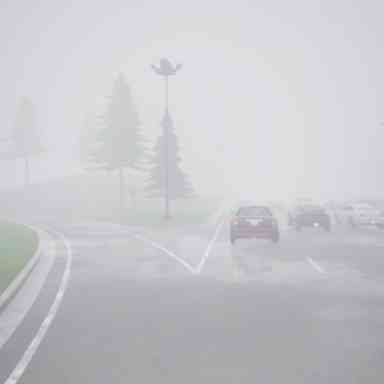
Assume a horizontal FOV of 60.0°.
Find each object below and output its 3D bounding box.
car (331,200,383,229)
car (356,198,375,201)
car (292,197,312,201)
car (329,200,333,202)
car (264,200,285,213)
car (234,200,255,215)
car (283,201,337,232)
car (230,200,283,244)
[{"bbox_3d":[10.664,1.500,21.296,1.812,1.442,4.674,0,0,7],"label":"car"},{"bbox_3d":[20.142,1.455,39.081,1.837,1.490,4.892,0,0,8],"label":"car"},{"bbox_3d":[13.158,1.341,39.677,2.097,1.767,4.553,0,0,8],"label":"car"},{"bbox_3d":[16.464,1.569,37.996,1.895,1.301,4.718,0,0,8],"label":"car"},{"bbox_3d":[9.527,1.608,38.931,1.895,1.301,4.718,0,0,8],"label":"car"},{"bbox_3d":[5.540,1.571,35.550,2.033,1.411,5.357,0,0,8],"label":"car"},{"bbox_3d":[7.010,1.498,20.277,1.837,1.490,4.892,0,0,8],"label":"car"},{"bbox_3d":[2.922,1.360,16.163,2.097,1.767,4.553,0,0,8],"label":"car"}]
